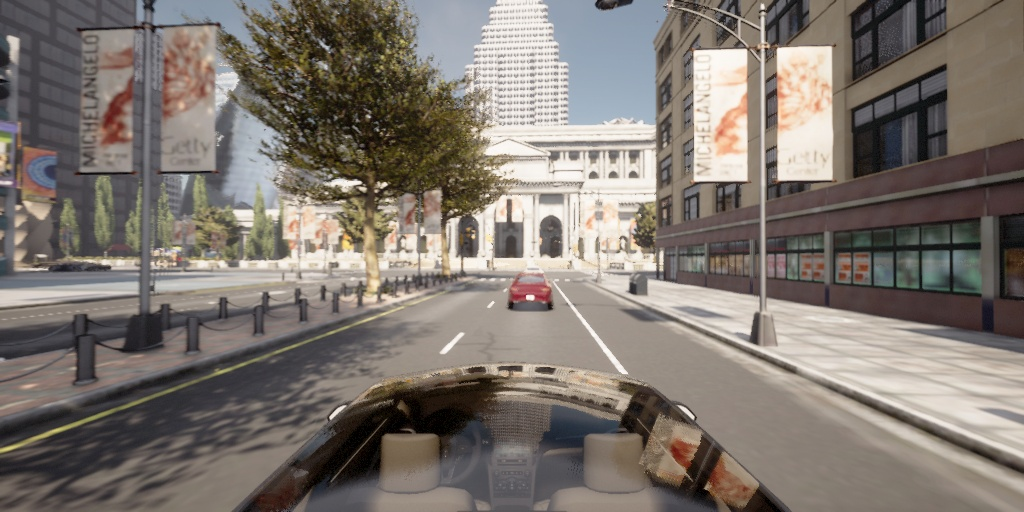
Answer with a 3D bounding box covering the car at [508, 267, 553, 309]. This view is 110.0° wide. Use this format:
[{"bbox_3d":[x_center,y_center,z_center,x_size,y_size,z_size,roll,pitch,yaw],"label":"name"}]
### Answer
[{"bbox_3d":[0.846,1.416,15.855,1.812,1.442,4.674,0,0,4],"label":"car"}]
